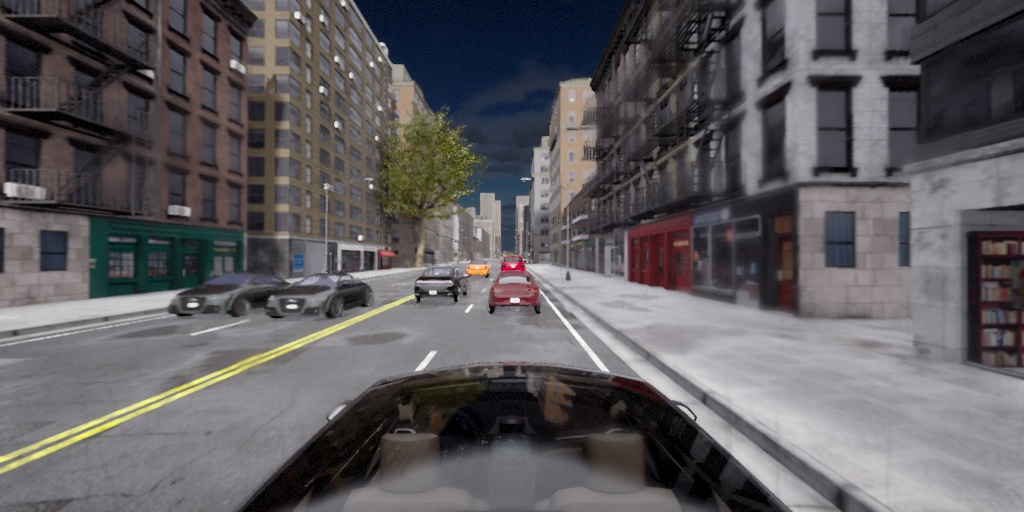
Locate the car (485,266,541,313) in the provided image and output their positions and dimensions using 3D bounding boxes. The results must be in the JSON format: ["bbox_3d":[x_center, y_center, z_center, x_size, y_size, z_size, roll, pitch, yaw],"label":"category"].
[{"bbox_3d":[0.094,1.279,13.985,1.812,1.442,4.674,0,0,0],"label":"car"}]

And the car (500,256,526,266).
[{"bbox_3d":[0.085,0.982,32.306,2.150,2.045,5.566,0,0,0],"label":"car"}]

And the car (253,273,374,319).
[{"bbox_3d":[-6.519,1.317,12.632,1.994,1.385,4.181,0,0,0],"label":"car"}]

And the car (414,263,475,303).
[{"bbox_3d":[-3.158,1.246,16.745,2.128,1.511,4.902,0,0,0],"label":"car"}]

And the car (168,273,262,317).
[{"bbox_3d":[-9.764,1.317,12.975,1.994,1.385,4.181,0,0,0],"label":"car"}]

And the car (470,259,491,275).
[{"bbox_3d":[-3.167,1.115,34.745,2.097,1.767,4.553,0,0,0],"label":"car"}]
